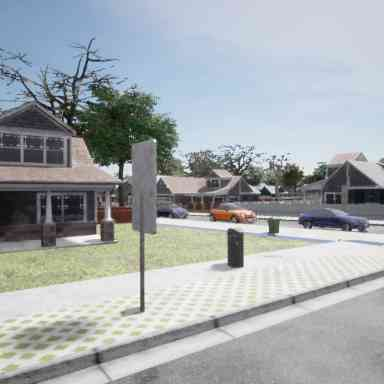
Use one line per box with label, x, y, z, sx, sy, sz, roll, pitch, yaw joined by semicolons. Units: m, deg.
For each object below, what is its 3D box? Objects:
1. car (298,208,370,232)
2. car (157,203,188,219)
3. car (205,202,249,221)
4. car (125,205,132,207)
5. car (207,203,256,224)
car;9.306;1.817;22.181;1.812;1.442;4.674;0;-1;-33
car;-2.386;2.155;38.281;2.097;1.767;4.553;0;-1;-37
car;3.638;1.991;35.117;2.097;1.767;4.553;0;-1;-36
car;-8.581;2.553;46.437;1.837;1.490;4.892;0;-1;-35
car;3.620;1.901;30.153;2.097;1.767;4.553;0;-1;-36
